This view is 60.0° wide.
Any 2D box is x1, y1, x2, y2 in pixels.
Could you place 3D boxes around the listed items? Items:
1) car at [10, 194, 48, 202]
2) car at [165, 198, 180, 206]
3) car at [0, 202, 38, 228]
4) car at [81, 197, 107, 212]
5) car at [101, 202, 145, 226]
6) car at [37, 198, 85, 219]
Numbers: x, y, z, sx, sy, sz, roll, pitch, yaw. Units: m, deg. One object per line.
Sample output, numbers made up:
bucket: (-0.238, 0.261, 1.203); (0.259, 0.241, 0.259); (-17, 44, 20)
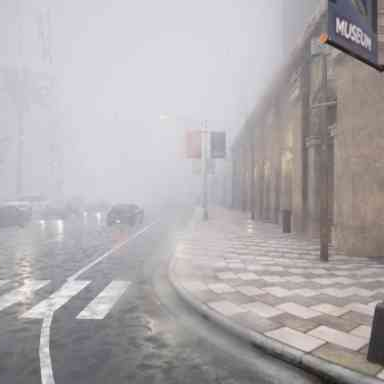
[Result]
car: (-14.932, 1.221, 30.283); (2.150, 2.045, 5.566); (0, 0, 2)
car: (-3.205, 1.604, 55.967); (1.895, 1.301, 4.718); (0, 0, 8)
car: (-11.730, 1.547, 20.002); (2.033, 1.411, 5.357); (0, 0, 1)
car: (-11.099, 1.525, 39.310); (1.812, 1.442, 4.674); (0, 0, 2)
car: (-4.540, 1.582, 23.232); (1.837, 1.490, 4.892); (0, 0, 2)
car: (-11.454, 1.525, 29.426); (1.812, 1.442, 4.674); (0, 0, 2)
